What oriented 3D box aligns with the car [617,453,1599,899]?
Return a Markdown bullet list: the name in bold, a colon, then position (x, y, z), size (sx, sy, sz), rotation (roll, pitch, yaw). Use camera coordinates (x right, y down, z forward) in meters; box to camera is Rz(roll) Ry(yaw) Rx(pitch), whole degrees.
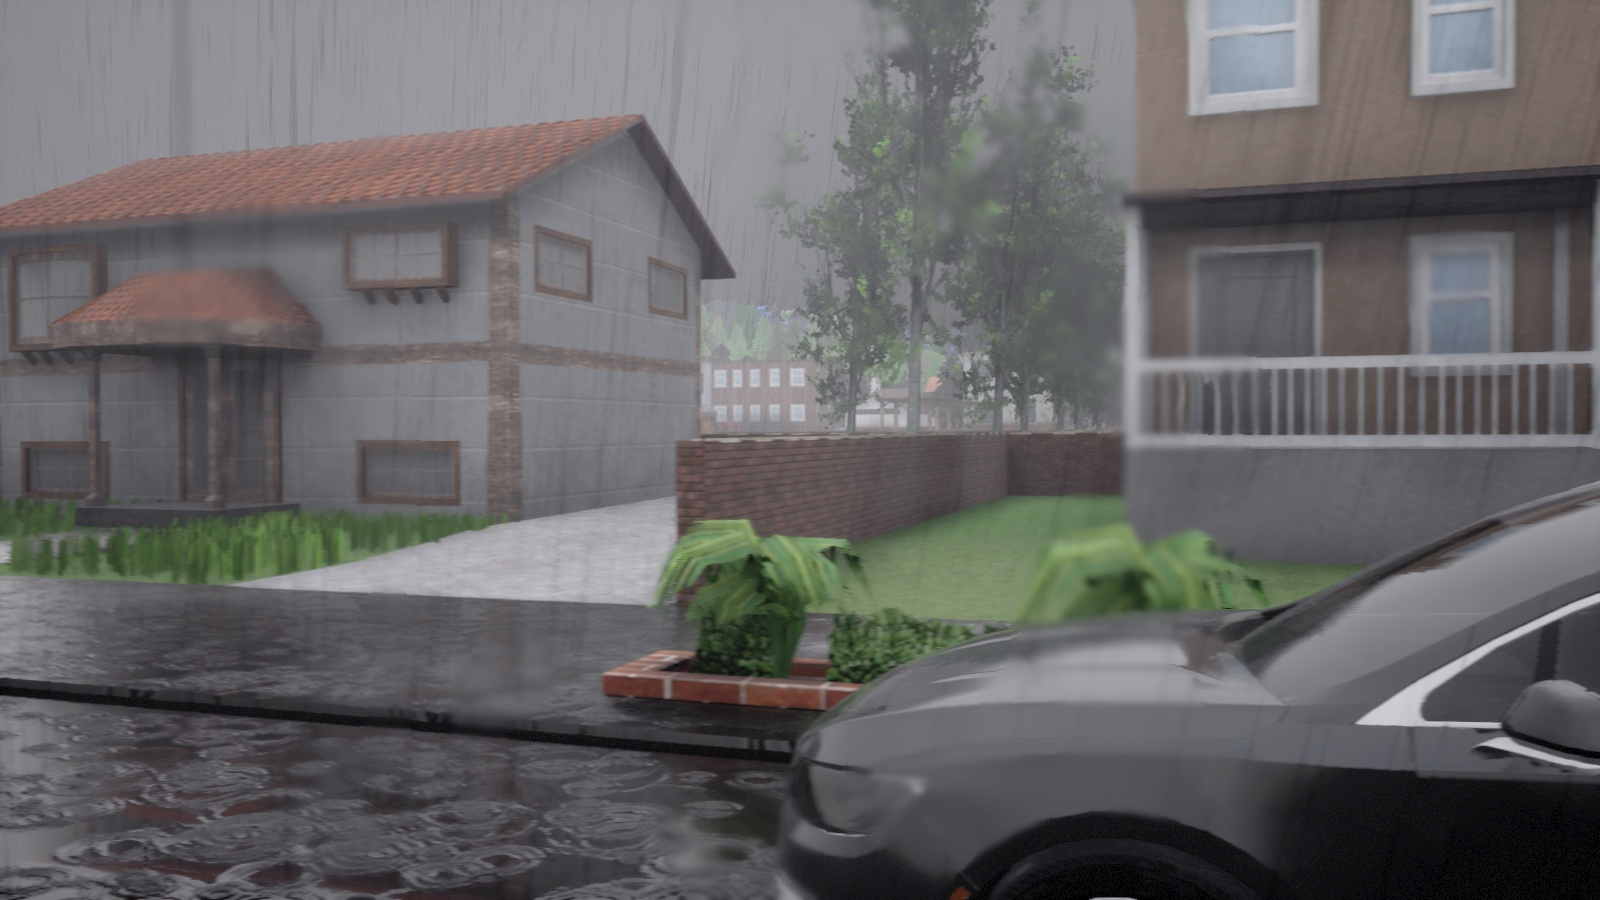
- **car**: position (2.191, 0.792, 2.983), size (4.892, 1.490, 1.837), rotation (1, 1, 19)
